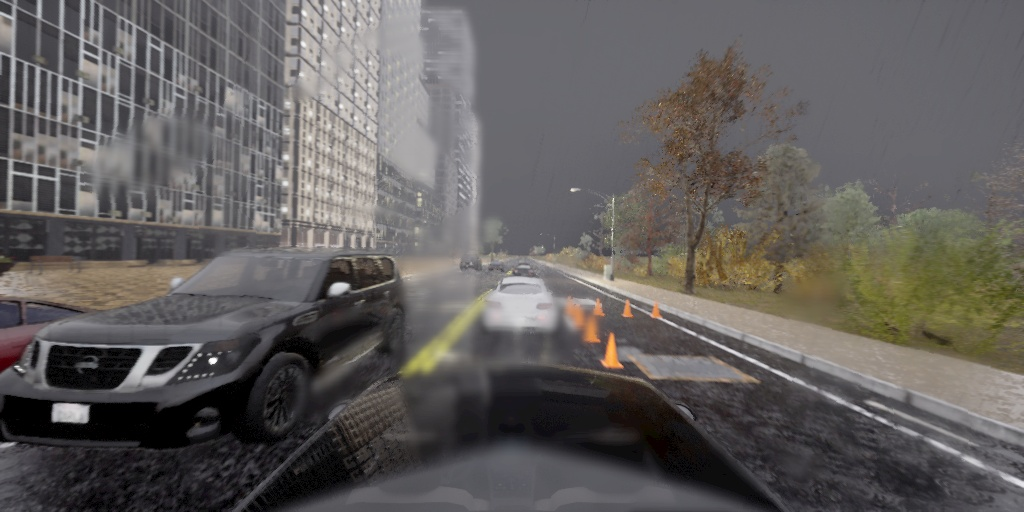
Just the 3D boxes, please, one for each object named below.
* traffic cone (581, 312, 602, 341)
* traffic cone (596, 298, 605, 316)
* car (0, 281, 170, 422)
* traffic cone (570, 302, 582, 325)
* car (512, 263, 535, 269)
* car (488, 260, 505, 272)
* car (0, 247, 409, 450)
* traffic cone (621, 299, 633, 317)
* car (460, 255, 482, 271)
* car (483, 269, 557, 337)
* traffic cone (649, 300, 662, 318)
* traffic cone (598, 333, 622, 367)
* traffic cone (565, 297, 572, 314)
[{"bbox_3d":[1.955,1.766,8.816,0.340,0.580,0.340,0,0,2],"label":"traffic cone"},{"bbox_3d":[3.094,1.802,12.778,0.340,0.580,0.340,0,0,2],"label":"traffic cone"},{"bbox_3d":[-6.670,1.124,3.799,1.994,1.385,4.181,2,0,2],"label":"car"},{"bbox_3d":[2.025,1.770,10.815,0.340,0.580,0.340,0,0,2],"label":"traffic cone"},{"bbox_3d":[0.956,1.326,30.230,1.812,1.442,4.674,2,0,2],"label":"car"},{"bbox_3d":[-1.908,1.280,46.133,2.033,1.411,5.357,2,0,2],"label":"car"},{"bbox_3d":[-3.347,0.877,5.567,2.150,2.045,5.566,2,0,2],"label":"car"},{"bbox_3d":[4.093,1.830,12.743,0.340,0.580,0.340,0,0,2],"label":"traffic cone"},{"bbox_3d":[-5.151,0.861,46.156,2.150,2.045,5.566,2,0,2],"label":"car"},{"bbox_3d":[0.257,1.289,10.280,1.812,1.442,4.674,2,0,2],"label":"car"},{"bbox_3d":[5.092,1.859,12.708,0.340,0.580,0.340,0,0,2],"label":"traffic cone"},{"bbox_3d":[1.885,1.763,6.817,0.340,0.580,0.340,0,0,2],"label":"traffic cone"},{"bbox_3d":[2.095,1.773,12.813,0.340,0.580,0.340,0,0,2],"label":"traffic cone"}]
